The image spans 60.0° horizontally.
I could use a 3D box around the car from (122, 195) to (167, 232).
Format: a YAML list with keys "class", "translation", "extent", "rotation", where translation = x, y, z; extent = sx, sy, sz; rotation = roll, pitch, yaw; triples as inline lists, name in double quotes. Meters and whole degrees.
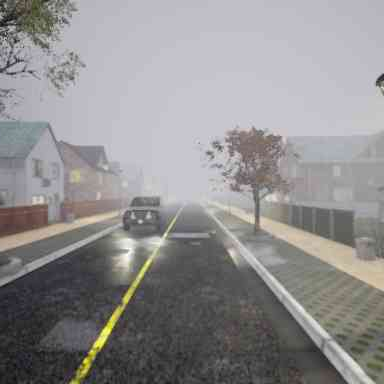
- class: "car"
  translation: [-2.784, 1.233, 20.664]
  extent: [2.150, 2.045, 5.566]
  rotation: [0, 0, 0]
